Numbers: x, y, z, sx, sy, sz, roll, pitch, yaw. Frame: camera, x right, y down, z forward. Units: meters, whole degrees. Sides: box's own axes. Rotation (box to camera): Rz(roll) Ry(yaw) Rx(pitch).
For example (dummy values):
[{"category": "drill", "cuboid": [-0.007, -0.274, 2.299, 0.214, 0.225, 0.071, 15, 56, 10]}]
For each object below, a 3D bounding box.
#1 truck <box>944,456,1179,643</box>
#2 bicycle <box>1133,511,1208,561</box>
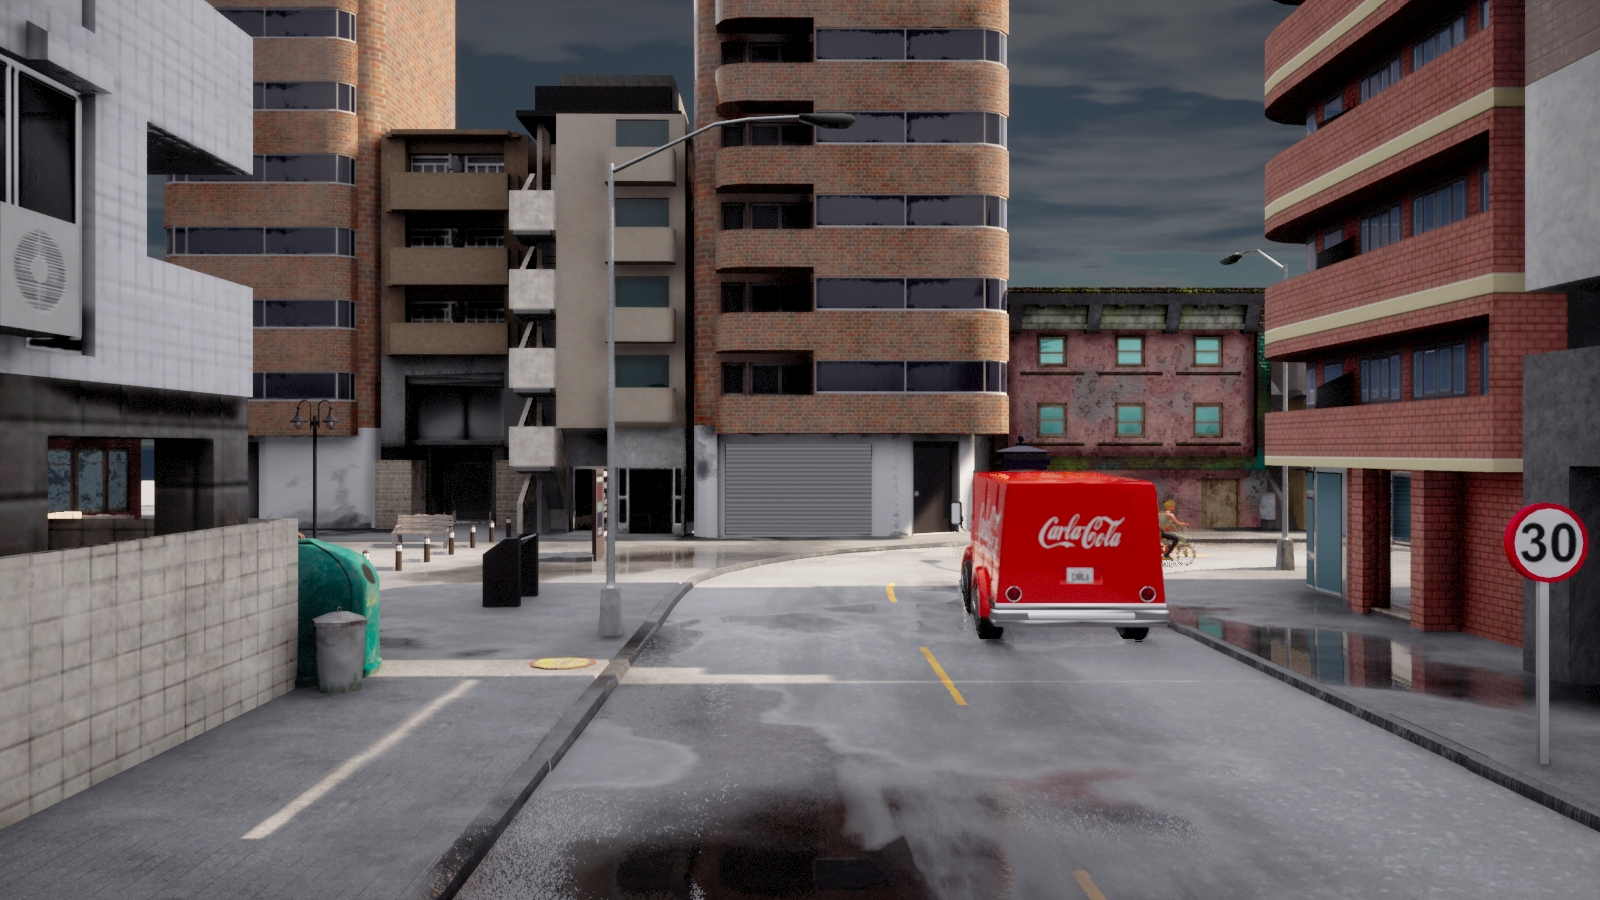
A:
[{"category": "truck", "cuboid": [3.890, 1.365, 18.189, 2.627, 2.467, 5.204, 0, 1, 1]}, {"category": "bicycle", "cuboid": [8.888, 2.048, 27.425, 1.487, 1.080, 0.859, 0, 2, -25]}]
